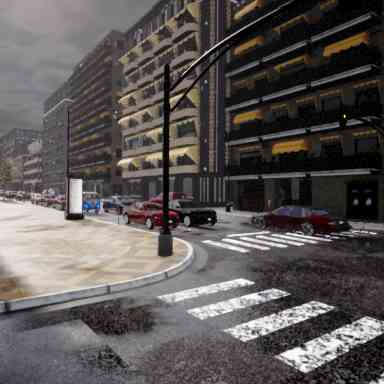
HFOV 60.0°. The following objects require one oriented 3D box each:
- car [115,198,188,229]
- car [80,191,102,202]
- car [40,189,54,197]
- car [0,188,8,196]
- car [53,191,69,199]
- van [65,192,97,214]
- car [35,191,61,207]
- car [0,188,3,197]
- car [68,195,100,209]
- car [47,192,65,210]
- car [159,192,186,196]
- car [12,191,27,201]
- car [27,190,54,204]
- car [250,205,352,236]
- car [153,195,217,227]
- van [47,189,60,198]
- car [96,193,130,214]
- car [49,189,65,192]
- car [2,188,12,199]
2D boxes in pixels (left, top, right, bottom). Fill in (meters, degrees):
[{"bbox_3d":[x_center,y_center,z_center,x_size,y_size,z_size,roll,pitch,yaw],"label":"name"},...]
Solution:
[{"bbox_3d":[-2.433,1.261,19.061,1.887,1.381,4.507,2,0,-36],"label":"car"},{"bbox_3d":[-15.672,0.710,51.423,1.967,1.590,4.097,2,0,-36],"label":"car"},{"bbox_3d":[-32.345,0.272,74.270,1.967,1.590,4.097,2,0,-36],"label":"car"},{"bbox_3d":[-42.440,-0.022,73.893,2.192,1.841,5.009,2,0,-36],"label":"car"},{"bbox_3d":[-25.779,0.529,65.268,1.752,1.417,4.829,2,0,-36],"label":"car"},{"bbox_3d":[-9.095,0.881,28.200,1.690,1.788,3.998,2,0,-36],"label":"van"},{"bbox_3d":[-15.770,0.909,37.338,1.887,1.381,4.507,2,0,-36],"label":"car"},{"bbox_3d":[-39.112,0.301,69.323,2.008,1.369,4.403,2,0,-36],"label":"car"},{"bbox_3d":[-11.849,1.039,36.351,1.895,1.301,4.718,1,0,-36],"label":"car"},{"bbox_3d":[-12.436,0.997,32.769,1.887,1.381,4.507,2,0,-36],"label":"car"},{"bbox_3d":[-2.330,0.936,33.146,2.192,1.841,5.009,2,0,-36],"label":"car"},{"bbox_3d":[-25.771,0.541,51.046,1.967,1.590,4.097,2,0,-36],"label":"car"},{"bbox_3d":[-19.004,0.805,41.771,1.752,1.417,4.829,2,0,-36],"label":"car"},{"bbox_3d":[5.609,1.426,17.813,2.033,1.411,5.357,0,1,-36],"label":"car"},{"bbox_3d":[-0.444,1.216,20.704,1.882,1.535,5.008,1,0,-35],"label":"car"},{"bbox_3d":[-29.007,0.260,69.700,1.690,1.788,3.998,2,0,-36],"label":"van"},{"bbox_3d":[-6.028,1.083,28.364,2.128,1.511,4.902,1,0,-36],"label":"car"},{"bbox_3d":[-17.706,0.635,44.445,2.097,1.767,4.553,1,0,-36],"label":"car"},{"bbox_3d":[-32.443,0.470,60.185,1.887,1.381,4.507,2,0,-36],"label":"car"}]
